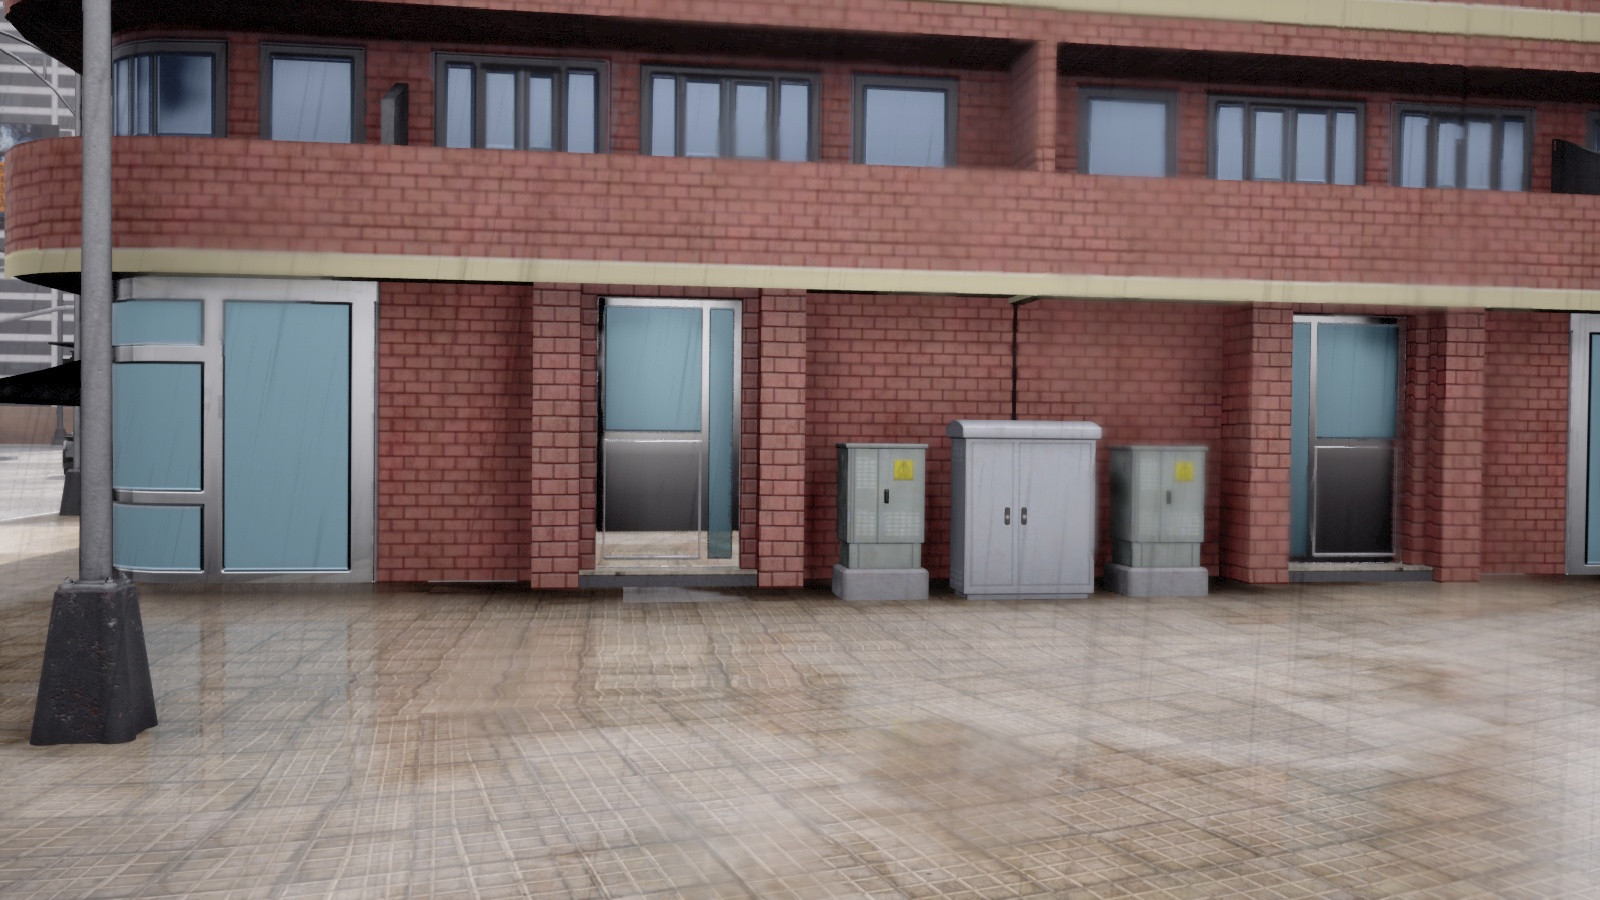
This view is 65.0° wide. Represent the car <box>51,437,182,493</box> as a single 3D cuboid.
[{"bbox_3d":[-20.636,0.403,38.130,2.007,1.525,4.514,-1,1,-8],"label":"car"}]
